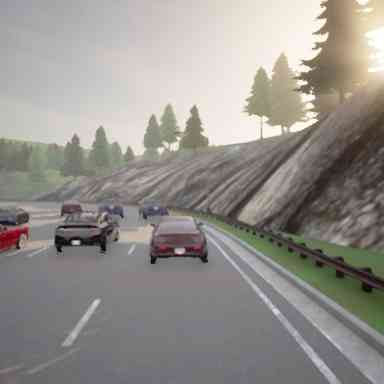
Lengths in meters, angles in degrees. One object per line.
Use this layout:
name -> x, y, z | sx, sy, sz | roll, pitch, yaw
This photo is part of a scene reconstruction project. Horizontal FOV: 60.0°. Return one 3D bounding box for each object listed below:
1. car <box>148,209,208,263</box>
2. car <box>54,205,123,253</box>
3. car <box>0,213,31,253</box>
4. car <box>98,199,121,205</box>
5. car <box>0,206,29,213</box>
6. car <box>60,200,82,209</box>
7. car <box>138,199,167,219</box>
car -> -0.526, 1.539, 11.936 | 1.812, 1.442, 4.674 | 0, 0, -4
car -> -4.171, 1.519, 13.799 | 2.128, 1.511, 4.902 | 0, 0, -5
car -> -7.477, 1.637, 11.578 | 1.895, 1.301, 4.718 | 0, 0, -4
car -> -7.761, 1.408, 31.383 | 2.097, 1.767, 4.553 | 0, 0, -18
car -> -12.555, 1.627, 22.759 | 1.994, 1.385, 4.181 | 0, 0, -12
car -> -12.119, 1.550, 33.312 | 1.882, 1.535, 5.008 | 0, 0, -21
car -> -3.542, 1.393, 29.624 | 2.097, 1.767, 4.553 | 0, 0, -15
